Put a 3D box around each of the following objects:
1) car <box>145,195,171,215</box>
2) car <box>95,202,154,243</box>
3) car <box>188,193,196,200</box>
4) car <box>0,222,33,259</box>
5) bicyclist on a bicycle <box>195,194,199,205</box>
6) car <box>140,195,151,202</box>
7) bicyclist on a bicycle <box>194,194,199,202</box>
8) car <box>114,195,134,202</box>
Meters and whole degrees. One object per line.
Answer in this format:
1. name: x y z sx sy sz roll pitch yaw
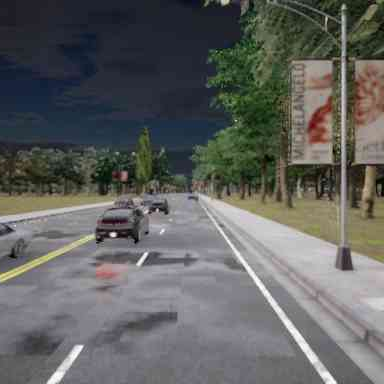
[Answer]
1. car: -3.151 1.387 32.714 1.837 1.490 4.892 0 0 0
2. car: -3.150 1.445 15.713 1.837 1.490 4.892 0 0 0
3. car: -0.005 1.214 80.217 1.882 1.535 5.008 0 0 0
4. car: -6.601 1.564 9.609 1.895 1.301 4.718 0 0 0
5. bicyclist on a bicycle: 0.891 1.268 54.598 0.582 1.620 1.656 0 0 0
6. car: -6.577 1.180 50.650 2.097 1.767 4.553 0 0 0
7. bicyclist on a bicycle: 0.899 1.220 65.292 0.866 1.612 1.509 0 0 0
8. car: -9.829 1.186 48.327 2.097 1.767 4.553 0 0 0
